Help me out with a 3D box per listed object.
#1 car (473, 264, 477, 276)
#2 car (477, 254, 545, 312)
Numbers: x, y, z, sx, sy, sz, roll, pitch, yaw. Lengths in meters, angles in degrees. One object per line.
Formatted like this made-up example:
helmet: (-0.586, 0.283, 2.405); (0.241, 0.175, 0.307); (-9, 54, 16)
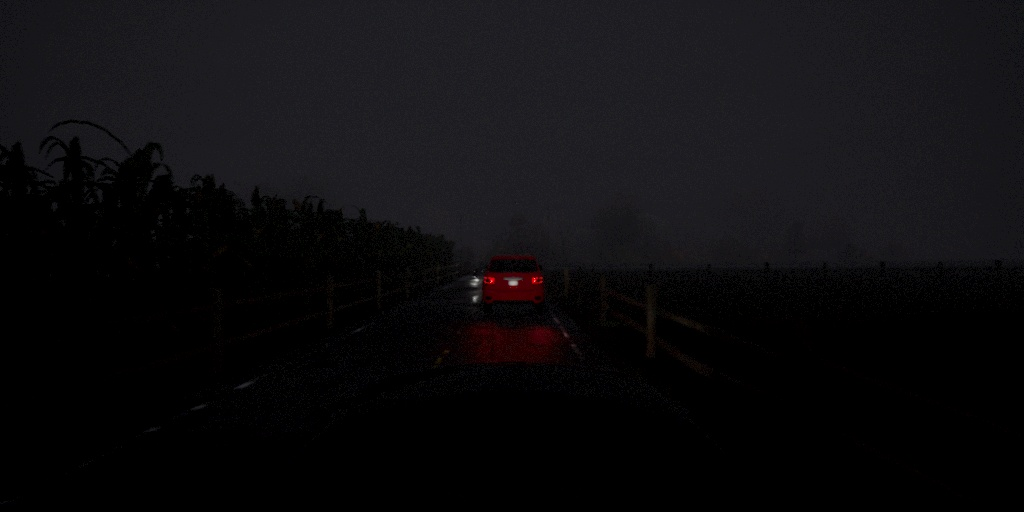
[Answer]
car: (-2.827, 1.219, 36.729); (1.837, 1.490, 4.892); (0, 0, 0)
car: (0.063, 0.959, 14.251); (2.150, 2.045, 5.566); (0, 0, 0)
